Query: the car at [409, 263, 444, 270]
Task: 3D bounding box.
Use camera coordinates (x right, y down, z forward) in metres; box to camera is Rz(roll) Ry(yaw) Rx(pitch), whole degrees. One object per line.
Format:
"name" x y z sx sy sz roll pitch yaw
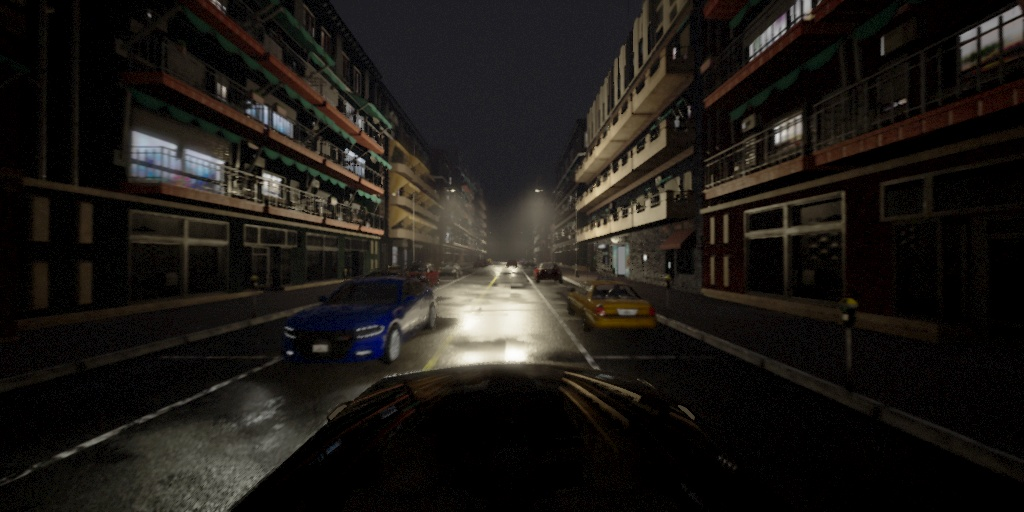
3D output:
"car" -5.683 1.197 21.864 1.967 1.591 4.097 0 0 0

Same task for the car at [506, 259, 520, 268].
"car" 0.022 1.295 64.728 1.882 1.535 5.008 0 0 0

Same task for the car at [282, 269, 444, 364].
"car" -3.087 1.229 8.289 1.882 1.535 5.008 0 0 0

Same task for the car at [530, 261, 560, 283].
"car" 2.699 1.201 27.526 1.967 1.591 4.097 0 0 0

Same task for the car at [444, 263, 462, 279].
"car" -5.679 1.334 33.194 1.948 1.339 4.313 0 0 0

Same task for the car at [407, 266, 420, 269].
"car" -5.685 1.320 16.202 1.948 1.339 4.313 0 0 0

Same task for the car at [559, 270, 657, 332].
"car" 2.693 1.276 10.704 1.751 1.417 4.829 0 0 0

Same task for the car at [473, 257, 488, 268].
"car" -5.669 1.356 61.517 1.888 1.381 4.507 0 0 0

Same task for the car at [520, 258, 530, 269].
"car" 2.709 1.351 55.848 2.007 1.370 4.403 0 0 0
